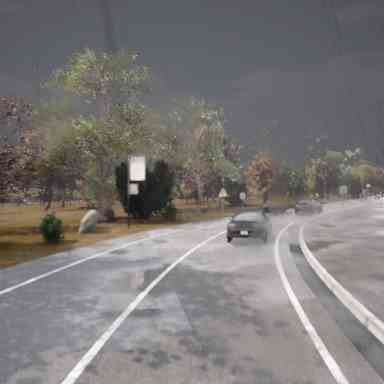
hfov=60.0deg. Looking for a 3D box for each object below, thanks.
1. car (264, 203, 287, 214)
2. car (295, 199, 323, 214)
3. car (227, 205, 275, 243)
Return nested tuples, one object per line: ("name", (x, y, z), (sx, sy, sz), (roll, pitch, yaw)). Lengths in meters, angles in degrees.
("car", (8.589, 1.828, 35.937), (1.895, 1.301, 4.718), (-3, -2, 36))
("car", (12.423, 1.534, 35.260), (2.128, 1.511, 4.902), (-4, -2, 35))
("car", (2.888, 1.587, 16.437), (1.812, 1.442, 4.674), (-1, -1, 16))
